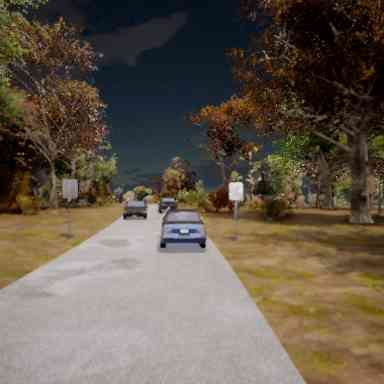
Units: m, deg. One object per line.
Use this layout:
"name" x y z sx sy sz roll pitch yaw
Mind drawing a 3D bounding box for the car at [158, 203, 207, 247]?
"car" -0.443 1.448 14.548 2.033 1.411 5.357 0 0 -4

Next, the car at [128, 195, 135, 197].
"car" -12.198 1.468 67.405 2.097 1.767 4.553 1 -1 -14

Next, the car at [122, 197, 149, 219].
"car" -4.497 1.377 26.942 2.033 1.411 5.357 0 0 -6

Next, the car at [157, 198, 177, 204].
"car" -2.603 1.357 35.044 1.837 1.490 4.892 1 0 -8
